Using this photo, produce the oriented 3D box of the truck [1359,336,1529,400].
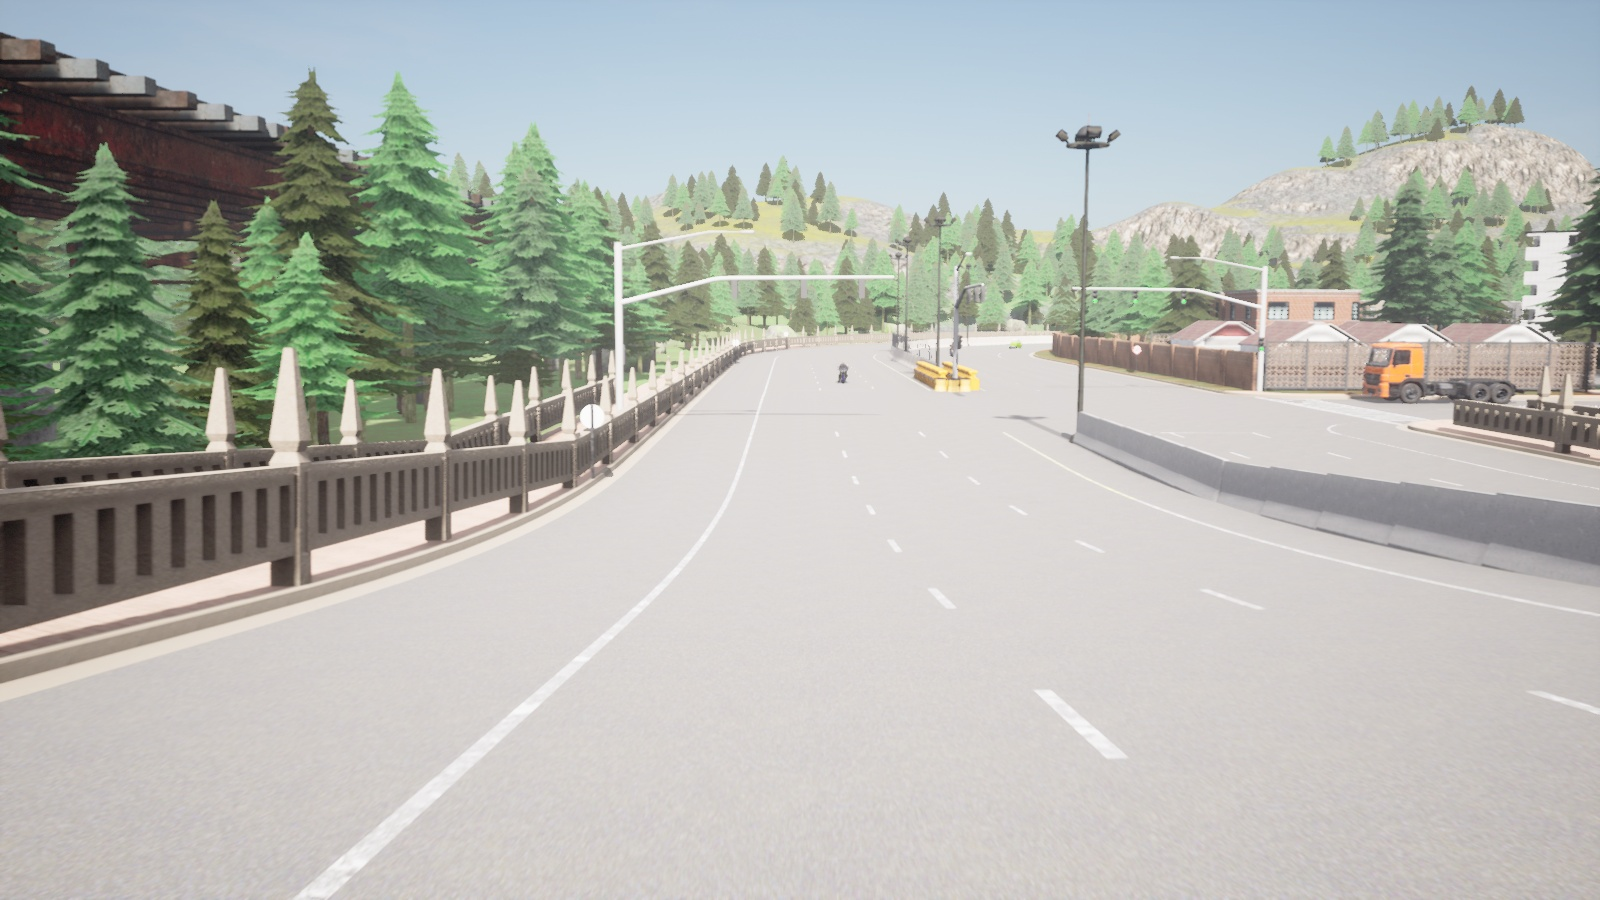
[{"bbox_3d":[36.341,-4.690,71.104,7.936,3.462,2.891,0,6,1],"label":"truck"}]
